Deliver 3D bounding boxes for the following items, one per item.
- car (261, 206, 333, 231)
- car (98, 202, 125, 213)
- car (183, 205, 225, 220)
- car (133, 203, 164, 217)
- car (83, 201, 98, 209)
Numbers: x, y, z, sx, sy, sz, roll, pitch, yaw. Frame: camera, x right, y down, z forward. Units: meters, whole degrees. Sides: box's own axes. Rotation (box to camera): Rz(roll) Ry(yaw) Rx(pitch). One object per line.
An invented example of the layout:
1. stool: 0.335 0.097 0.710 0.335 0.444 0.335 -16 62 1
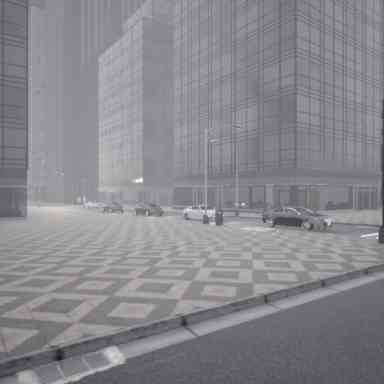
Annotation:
1. car: 6.784 1.683 21.902 2.128 1.511 4.902 0 -1 -35
2. car: -11.156 2.169 46.732 1.837 1.490 4.892 0 -1 -35
3. car: 0.951 1.870 29.957 1.812 1.442 4.674 0 -1 -36
4. car: -5.088 2.007 38.293 1.837 1.490 4.892 0 -1 -36
5. car: -19.159 2.476 63.118 1.812 1.442 4.674 0 -1 -36
